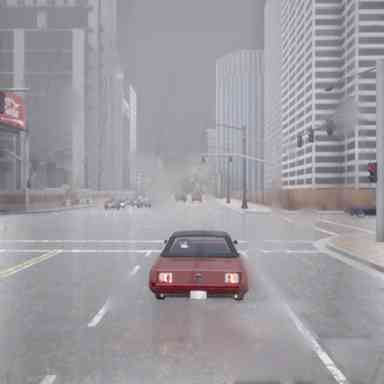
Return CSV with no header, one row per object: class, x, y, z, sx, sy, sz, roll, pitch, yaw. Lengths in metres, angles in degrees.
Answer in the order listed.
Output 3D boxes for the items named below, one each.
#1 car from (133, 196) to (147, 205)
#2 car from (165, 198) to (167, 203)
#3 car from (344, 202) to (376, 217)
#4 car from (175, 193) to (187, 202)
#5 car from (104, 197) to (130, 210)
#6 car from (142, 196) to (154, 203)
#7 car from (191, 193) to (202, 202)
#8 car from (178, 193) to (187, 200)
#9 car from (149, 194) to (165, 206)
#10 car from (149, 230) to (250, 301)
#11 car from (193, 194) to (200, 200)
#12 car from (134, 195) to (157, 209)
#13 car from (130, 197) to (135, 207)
car,-9.677,1.523,61.822,1.812,1.442,4.674,0,0,1
car,-6.090,1.598,65.919,1.895,1.301,4.718,0,0,1
car,16.547,1.599,30.443,4.718,1.301,1.895,0,0,1
car,-2.452,1.212,73.445,2.150,2.045,5.566,0,0,1
car,-9.984,1.489,43.251,2.128,1.511,4.902,0,0,1
car,-9.472,1.521,72.079,1.812,1.442,4.674,0,0,1
car,1.048,1.212,73.394,2.150,2.045,5.566,0,0,1
car,-2.297,1.180,84.085,2.097,1.767,4.553,0,0,1
car,-6.289,1.489,55.820,2.128,1.511,4.902,0,0,1
car,0.216,1.600,8.322,1.895,1.301,4.718,0,0,2
car,1.203,1.349,84.064,1.812,1.442,4.674,0,0,1
car,-6.430,1.523,46.687,1.812,1.442,4.674,0,0,1
car,-9.843,1.489,52.685,2.128,1.511,4.902,0,0,1
